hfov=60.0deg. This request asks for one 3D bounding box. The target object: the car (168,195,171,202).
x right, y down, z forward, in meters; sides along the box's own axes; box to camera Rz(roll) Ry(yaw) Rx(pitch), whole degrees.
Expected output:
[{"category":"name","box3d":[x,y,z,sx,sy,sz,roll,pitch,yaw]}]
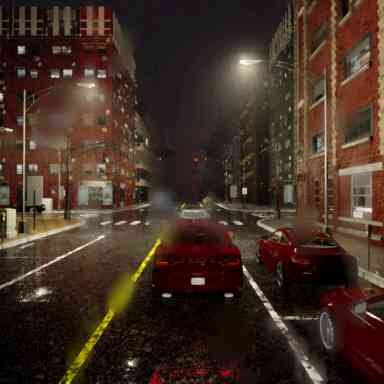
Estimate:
[{"category":"car","box3d":[-5.626,1.602,63.820,1.802,1.307,4.206,1,0,0]}]

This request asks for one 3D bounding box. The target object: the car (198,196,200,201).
[{"category":"car","box3d":[2.769,1.572,80.732,1.887,1.381,4.507,1,0,0]}]

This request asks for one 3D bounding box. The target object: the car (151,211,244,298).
[{"category":"car","box3d":[0.105,1.480,8.549,1.882,1.535,5.008,0,0,0]}]

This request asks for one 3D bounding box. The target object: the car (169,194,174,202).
[{"category":"car","box3d":[-5.617,1.607,75.125,1.802,1.307,4.206,1,0,0]}]

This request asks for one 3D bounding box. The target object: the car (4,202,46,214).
[{"category":"car","box3d":[-18.680,1.730,37.269,4.313,1.339,1.947,0,-1,0]}]

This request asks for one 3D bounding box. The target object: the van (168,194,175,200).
[{"category":"van","box3d":[-5.599,1.375,92.082,1.690,1.788,3.998,1,0,0]}]

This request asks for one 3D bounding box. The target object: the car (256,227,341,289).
[{"category":"car","box3d":[2.845,1.584,8.869,1.802,1.307,4.206,1,0,0]}]

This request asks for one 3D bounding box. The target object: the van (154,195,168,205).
[{"category":"van","box3d":[-5.627,1.359,58.168,1.690,1.788,3.998,1,0,0]}]

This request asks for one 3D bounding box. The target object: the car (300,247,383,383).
[{"category":"car","box3d":[2.670,1.583,3.213,1.802,1.307,4.206,1,0,0]}]

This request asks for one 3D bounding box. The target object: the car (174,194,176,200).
[{"category":"car","box3d":[-5.611,1.553,80.607,1.752,1.417,4.829,1,0,0]}]

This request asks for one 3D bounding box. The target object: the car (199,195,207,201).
[{"category":"car","box3d":[2.773,1.597,86.383,1.947,1.339,4.313,1,0,0]}]

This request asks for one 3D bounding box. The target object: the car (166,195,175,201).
[{"category":"car","box3d":[-5.607,1.582,86.429,2.008,1.369,4.403,1,0,0]}]

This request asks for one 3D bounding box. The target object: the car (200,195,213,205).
[{"category":"car","box3d":[2.750,1.543,58.292,1.752,1.417,4.829,1,0,0]}]
